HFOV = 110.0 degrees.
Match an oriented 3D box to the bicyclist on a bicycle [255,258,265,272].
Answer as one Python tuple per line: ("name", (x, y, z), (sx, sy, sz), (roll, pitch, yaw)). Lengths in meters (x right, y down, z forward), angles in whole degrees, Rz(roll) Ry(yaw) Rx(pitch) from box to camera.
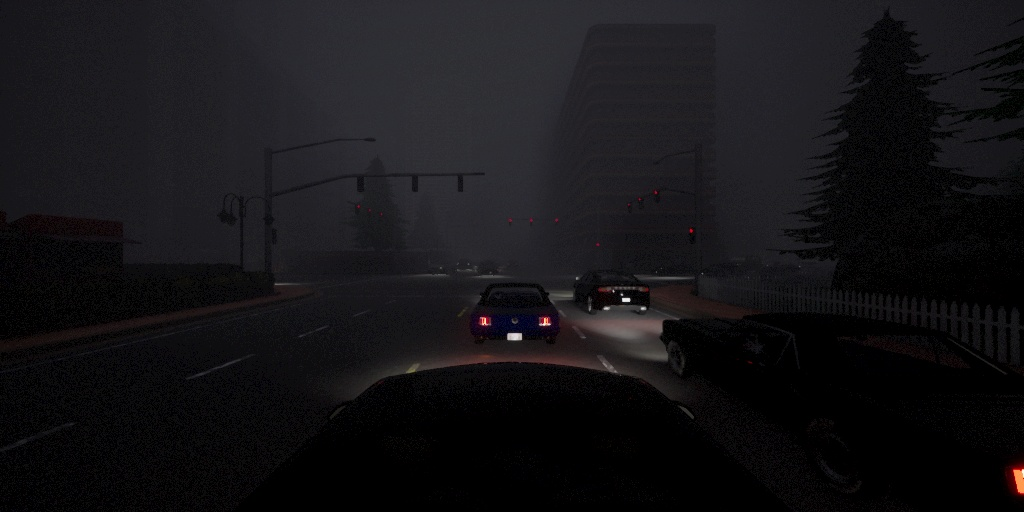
("bicyclist on a bicycle", (-27.897, 0.996, 39.744), (0.582, 1.620, 1.656), (0, 0, 0))

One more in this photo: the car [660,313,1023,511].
("car", (3.600, 1.351, 4.386), (1.895, 1.301, 4.718), (0, 0, 0))

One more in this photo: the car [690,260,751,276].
("car", (19.562, 1.295, 33.639), (4.718, 1.301, 1.895), (0, 0, -18))

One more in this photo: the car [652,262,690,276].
("car", (16.580, 1.295, 36.488), (4.718, 1.301, 1.895), (0, 0, -14))

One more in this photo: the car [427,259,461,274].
("car", (-7.816, 1.271, 40.386), (1.812, 1.442, 4.674), (0, 0, 13))

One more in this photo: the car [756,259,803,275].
("car", (27.911, 1.295, 37.402), (4.718, 1.301, 1.895), (0, 0, -31))

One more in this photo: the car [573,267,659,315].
("car", (3.584, 1.228, 13.706), (1.882, 1.535, 5.008), (0, 0, 0))

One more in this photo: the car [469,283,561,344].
("car", (0.072, 1.351, 9.500), (1.895, 1.301, 4.718), (0, 0, 0))

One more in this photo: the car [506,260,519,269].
("car", (0.086, 1.297, 58.002), (2.033, 1.411, 5.357), (0, 0, 0))

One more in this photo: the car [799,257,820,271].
("car", (38.895, 0.918, 47.135), (2.150, 2.045, 5.566), (0, 0, 37))

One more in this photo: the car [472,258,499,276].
("car", (-2.675, 1.276, 37.945), (2.033, 1.411, 5.357), (0, 0, -12))

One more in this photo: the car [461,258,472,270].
("car", (-7.107, 1.102, 53.847), (2.097, 1.767, 4.553), (0, 0, 0))

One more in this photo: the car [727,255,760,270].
("car", (25.816, 0.918, 40.187), (5.566, 2.045, 2.150), (0, 0, -31))

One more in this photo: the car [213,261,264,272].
("car", (-20.015, 1.242, 24.321), (5.357, 1.411, 2.033), (0, 0, 0))
